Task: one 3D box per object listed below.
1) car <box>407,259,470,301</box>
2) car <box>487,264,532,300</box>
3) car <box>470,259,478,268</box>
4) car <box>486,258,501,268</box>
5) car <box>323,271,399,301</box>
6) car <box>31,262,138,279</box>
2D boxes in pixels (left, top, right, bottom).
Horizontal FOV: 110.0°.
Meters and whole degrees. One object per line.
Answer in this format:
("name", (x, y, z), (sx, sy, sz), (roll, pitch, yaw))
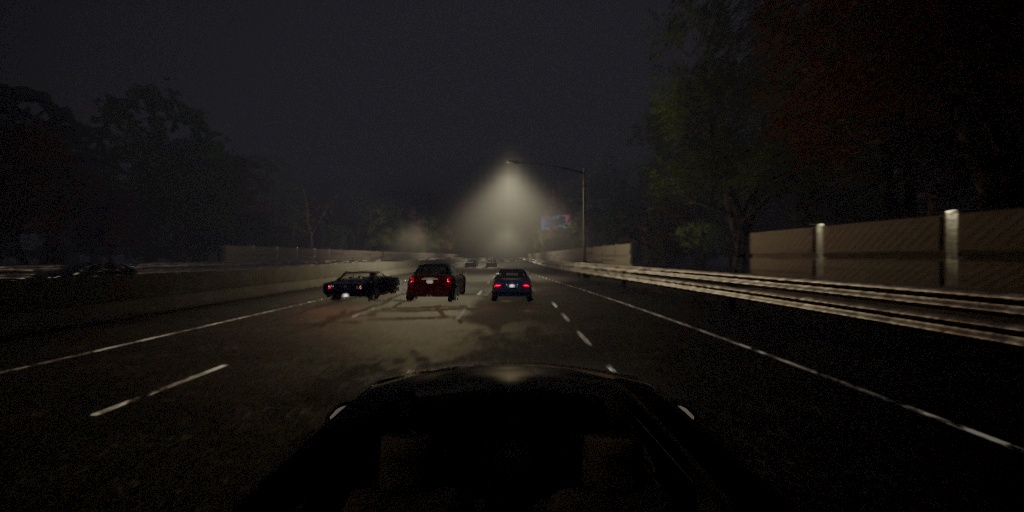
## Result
("car", (-3.506, 1.109, 17.411), (2.097, 1.767, 4.553), (0, 0, 0))
("car", (-0.004, 1.306, 17.598), (2.033, 1.411, 5.357), (0, 0, 0))
("car", (-7.016, 1.273, 62.540), (2.128, 1.511, 4.902), (0, 0, 0))
("car", (-3.515, 1.274, 62.631), (2.128, 1.511, 4.902), (0, 0, 0))
("car", (-7.003, 1.358, 17.321), (1.895, 1.301, 4.718), (0, 0, 0))
("car", (-27.385, 1.177, 23.194), (1.837, 1.490, 4.892), (0, 0, 3))
